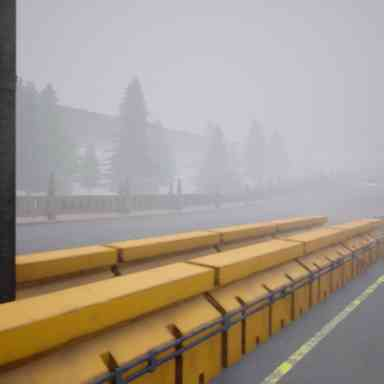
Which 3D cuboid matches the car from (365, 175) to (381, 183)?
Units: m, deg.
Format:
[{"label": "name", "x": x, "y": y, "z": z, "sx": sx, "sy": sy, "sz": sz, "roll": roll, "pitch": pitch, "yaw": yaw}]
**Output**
[{"label": "car", "x": 33.479, "y": -2.437, "z": 61.334, "sx": 1.994, "sy": 1.385, "sz": 4.181, "roll": 1, "pitch": 7, "yaw": 40}]
